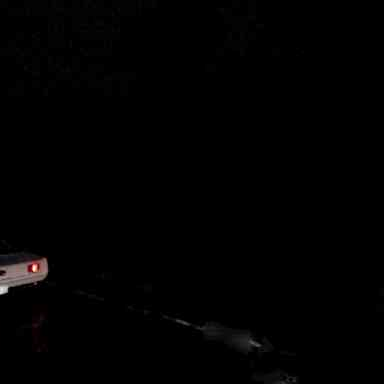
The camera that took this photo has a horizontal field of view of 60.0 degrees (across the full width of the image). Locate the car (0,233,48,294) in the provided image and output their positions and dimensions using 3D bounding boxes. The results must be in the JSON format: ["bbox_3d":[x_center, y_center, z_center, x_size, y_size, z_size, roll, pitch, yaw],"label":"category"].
[{"bbox_3d":[-5.388,1.547,7.526,4.718,1.301,1.895,0,0,36],"label":"car"}]

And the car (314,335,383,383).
[{"bbox_3d":[2.736,1.572,1.742,4.181,1.385,1.994,0,0,35],"label":"car"}]
